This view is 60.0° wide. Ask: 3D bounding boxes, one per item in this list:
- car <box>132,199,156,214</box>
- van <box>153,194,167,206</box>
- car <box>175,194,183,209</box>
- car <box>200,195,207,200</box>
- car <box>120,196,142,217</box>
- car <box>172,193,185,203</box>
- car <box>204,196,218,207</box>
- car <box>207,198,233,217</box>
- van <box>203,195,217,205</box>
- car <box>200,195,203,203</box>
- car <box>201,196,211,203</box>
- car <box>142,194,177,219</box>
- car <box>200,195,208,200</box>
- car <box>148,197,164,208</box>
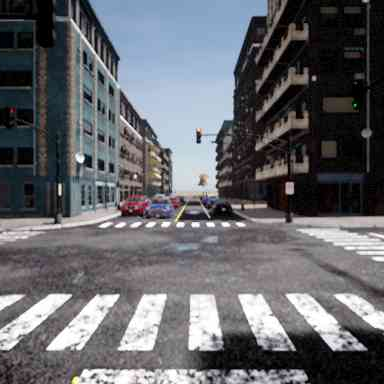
[{"bbox_3d":[-5.122,1.509,36.147,1.887,1.381,4.507,0,0,0],"label":"car"},{"bbox_3d":[-5.033,1.283,52.803,1.690,1.788,3.998,0,0,0],"label":"van"},{"bbox_3d":[-2.610,1.431,44.098,1.882,1.535,5.008,0,0,0],"label":"car"},{"bbox_3d":[3.054,1.424,91.625,1.887,1.381,4.507,0,0,0],"label":"car"},{"bbox_3d":[-5.152,1.286,30.595,2.192,1.841,5.009,0,0,0],"label":"car"},{"bbox_3d":[-2.411,1.405,64.517,1.882,1.535,5.008,0,0,0],"label":"car"},{"bbox_3d":[2.788,1.539,41.658,1.802,1.307,4.206,0,0,0],"label":"car"},{"bbox_3d":[2.728,1.537,30.554,1.947,1.339,4.313,0,0,0],"label":"car"},{"bbox_3d":[2.818,1.290,47.209,1.690,1.788,3.998,0,0,0],"label":"van"},{"bbox_3d":[2.877,1.374,58.313,1.967,1.590,4.097,0,0,0],"label":"car"},{"bbox_3d":[2.936,1.468,69.418,2.008,1.369,4.403,0,0,0],"label":"car"},{"bbox_3d":[-2.719,1.326,28.835,2.097,1.767,4.553,0,0,1],"label":"car"},{"bbox_3d":[3.024,1.434,86.073,1.887,1.381,4.507,0,0,0],"label":"car"},{"bbox_3d":[-5.063,1.494,47.251,1.887,1.381,4.507,0,0,0],"label":"car"}]
